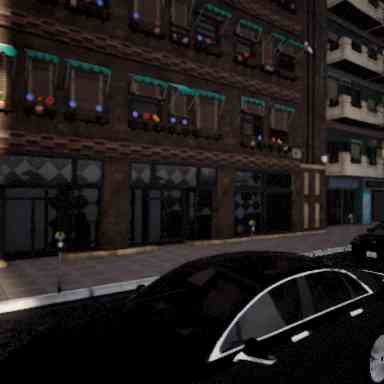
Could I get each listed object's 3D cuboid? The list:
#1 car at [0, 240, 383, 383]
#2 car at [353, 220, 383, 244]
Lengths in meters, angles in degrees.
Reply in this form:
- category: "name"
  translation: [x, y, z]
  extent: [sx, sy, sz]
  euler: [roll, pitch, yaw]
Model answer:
- category: "car"
  translation: [0.523, 1.521, 3.752]
  extent: [4.892, 1.490, 1.837]
  euler: [0, 0, -36]
- category: "car"
  translation: [7.524, 1.648, 11.926]
  extent: [4.313, 1.339, 1.947]
  euler: [0, 0, -35]
